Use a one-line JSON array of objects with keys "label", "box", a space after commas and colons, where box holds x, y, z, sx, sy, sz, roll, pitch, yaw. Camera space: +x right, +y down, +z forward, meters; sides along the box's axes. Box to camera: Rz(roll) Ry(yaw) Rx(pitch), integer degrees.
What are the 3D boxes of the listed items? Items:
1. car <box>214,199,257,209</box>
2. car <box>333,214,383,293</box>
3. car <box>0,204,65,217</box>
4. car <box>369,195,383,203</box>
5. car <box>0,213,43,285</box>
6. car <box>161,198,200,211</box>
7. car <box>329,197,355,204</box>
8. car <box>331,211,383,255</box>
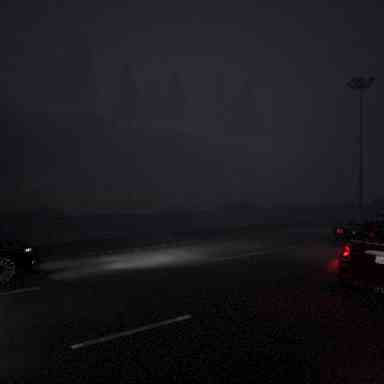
[{"label": "car", "box": [4.322, 1.410, 32.814, 4.902, 1.511, 2.128, 0, 0, -35]}, {"label": "car", "box": [5.399, 1.320, 7.600, 4.553, 1.767, 2.097, 0, 0, -35]}, {"label": "car", "box": [-12.325, 1.583, 25.294, 4.718, 1.301, 1.895, 0, 0, -35]}, {"label": "car", "box": [24.490, 1.190, 42.355, 4.553, 1.767, 2.097, 0, 0, -34]}, {"label": "car", "box": [-6.288, 1.494, 7.859, 4.902, 1.511, 2.128, 0, 0, -36]}, {"label": "car", "box": [-1.264, 1.450, 37.453, 4.674, 1.442, 1.812, 0, 0, -35]}, {"label": "car", "box": [22.162, 1.394, 49.224, 4.181, 1.385, 1.994, 0, 0, -34]}, {"label": "car", "box": [7.937, 1.549, 13.710, 4.718, 1.301, 1.895, 0, 0, -36]}]
